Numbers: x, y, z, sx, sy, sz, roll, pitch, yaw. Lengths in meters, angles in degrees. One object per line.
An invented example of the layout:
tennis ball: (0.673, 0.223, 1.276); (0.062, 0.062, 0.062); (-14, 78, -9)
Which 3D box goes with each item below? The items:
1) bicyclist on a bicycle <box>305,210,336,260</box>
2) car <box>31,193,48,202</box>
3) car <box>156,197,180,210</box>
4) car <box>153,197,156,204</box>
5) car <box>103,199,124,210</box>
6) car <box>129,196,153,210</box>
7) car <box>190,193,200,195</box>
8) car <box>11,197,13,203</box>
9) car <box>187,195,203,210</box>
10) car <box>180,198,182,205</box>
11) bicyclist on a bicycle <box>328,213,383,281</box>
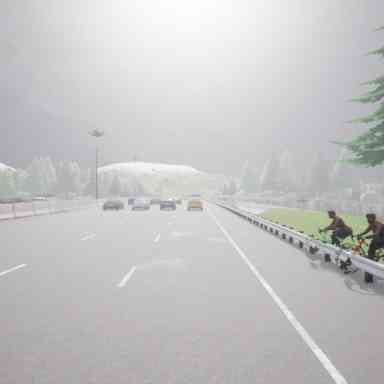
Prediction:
bicyclist on a bicycle: (4.397, 1.397, 10.273); (1.656, 1.620, 0.582); (6, 2, 15)
car: (-24.203, 1.241, 54.071); (2.150, 2.045, 5.566); (0, -1, 1)
car: (-3.100, 1.502, 43.803); (2.128, 1.511, 4.902); (0, 0, 0)
car: (-6.472, 1.602, 60.326); (1.994, 1.385, 4.181); (0, 0, 1)
car: (-10.107, 1.574, 43.067); (1.994, 1.385, 4.181); (0, 0, 0)
car: (-6.612, 1.536, 43.437); (1.812, 1.442, 4.674); (0, 0, -1)
car: (0.510, 1.251, 58.102); (2.150, 2.045, 5.566); (0, 0, 0)
car: (-27.731, 1.518, 51.319); (1.837, 1.490, 4.892); (0, 0, 1)
car: (0.396, 1.488, 43.456); (1.882, 1.535, 5.008); (0, 0, 0)
car: (-2.960, 1.611, 61.786); (1.994, 1.385, 4.181); (0, 0, 1)
bicyclist on a bicycle: (4.528, 1.371, 8.383); (1.656, 1.620, 0.582); (11, 1, 1)
